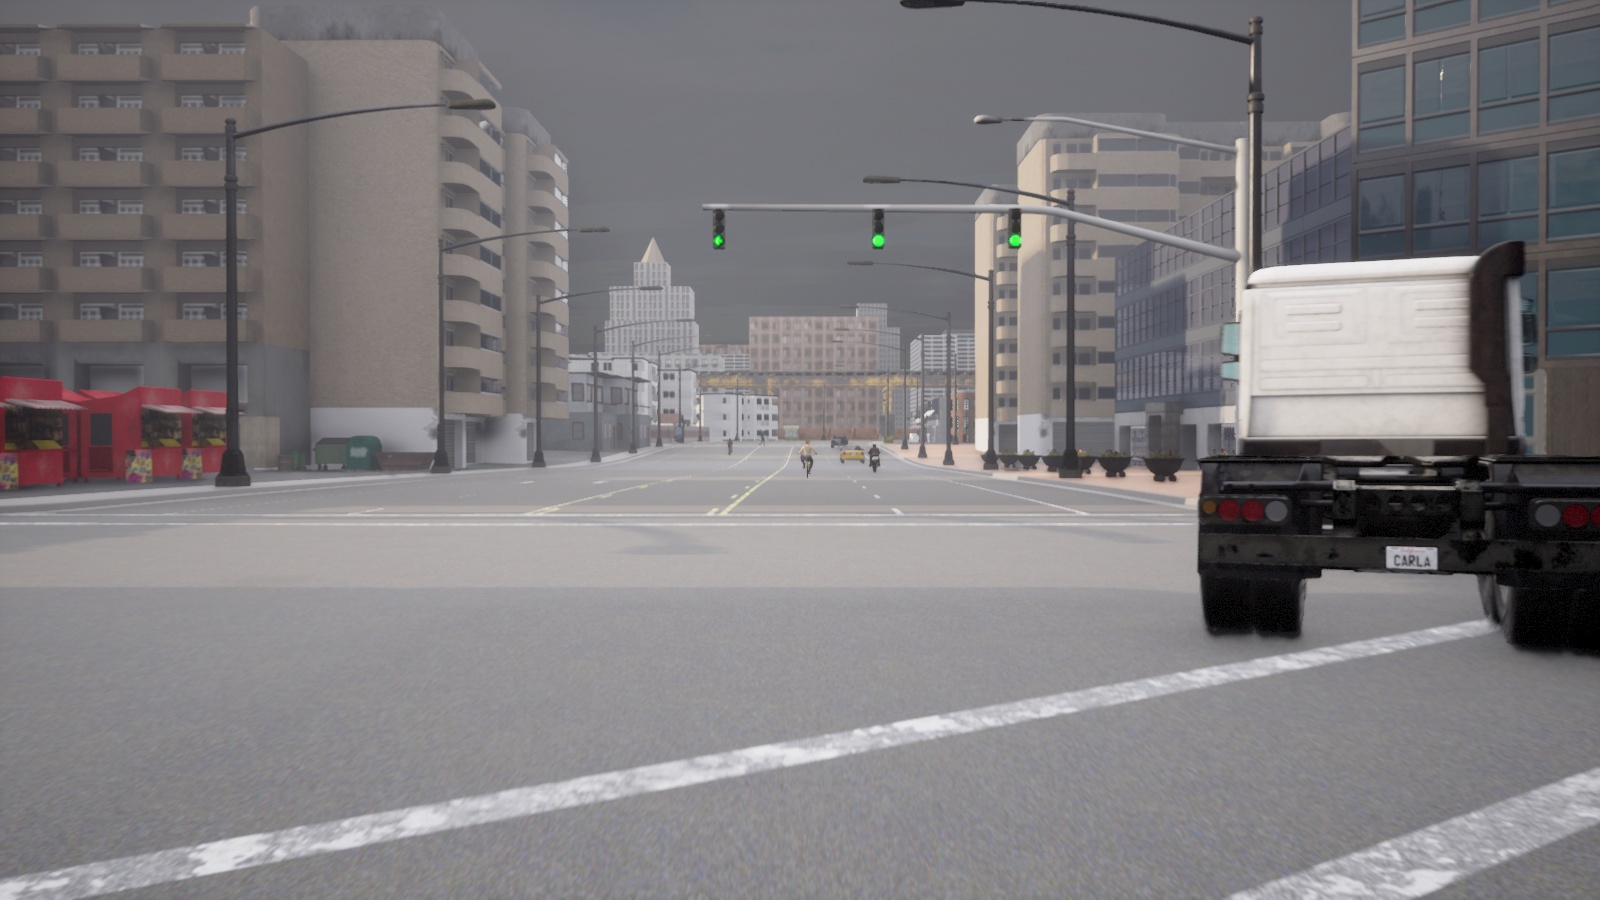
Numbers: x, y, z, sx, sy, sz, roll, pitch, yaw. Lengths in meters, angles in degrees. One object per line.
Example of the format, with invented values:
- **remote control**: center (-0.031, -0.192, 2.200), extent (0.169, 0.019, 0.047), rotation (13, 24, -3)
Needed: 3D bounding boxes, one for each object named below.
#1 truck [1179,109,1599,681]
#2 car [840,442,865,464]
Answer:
- **truck**: center (5.471, -0.365, 11.637), extent (2.891, 3.462, 7.936), rotation (0, 1, 23)
- **car**: center (4.080, 0.236, 98.170), extent (1.801, 1.575, 5.366), rotation (0, 1, 0)
